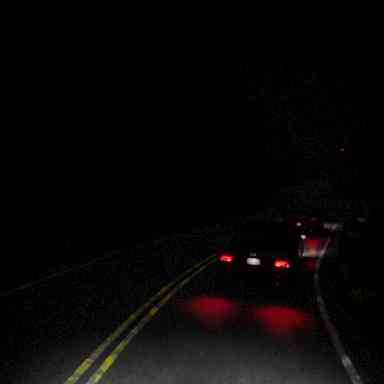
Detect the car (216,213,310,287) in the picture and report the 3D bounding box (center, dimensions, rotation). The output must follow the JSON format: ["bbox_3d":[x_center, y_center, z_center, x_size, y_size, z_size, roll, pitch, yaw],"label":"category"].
[{"bbox_3d":[2.159,1.548,9.503,2.033,1.411,5.357,2,0,20],"label":"car"}]

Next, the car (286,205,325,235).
[{"bbox_3d":[6.502,1.500,19.238,1.882,1.535,5.008,2,1,25],"label":"car"}]
